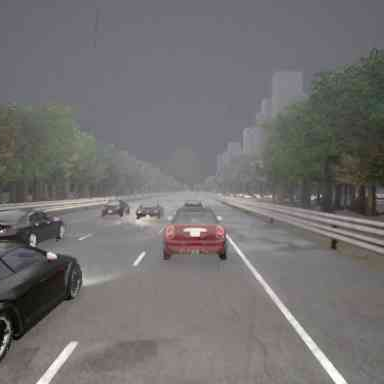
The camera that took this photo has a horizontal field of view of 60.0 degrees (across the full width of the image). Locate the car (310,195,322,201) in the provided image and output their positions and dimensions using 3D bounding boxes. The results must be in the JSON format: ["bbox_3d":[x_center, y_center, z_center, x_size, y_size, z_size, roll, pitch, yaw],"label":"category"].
[{"bbox_3d":[29.856,1.543,81.019,4.902,1.511,2.128,1,1,45],"label":"car"}]

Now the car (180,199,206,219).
[{"bbox_3d":[0.105,1.429,29.310,2.128,1.511,4.902,0,0,0],"label":"car"}]

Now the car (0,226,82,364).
[{"bbox_3d":[-3.408,1.555,5.670,1.994,1.385,4.181,0,0,0],"label":"car"}]

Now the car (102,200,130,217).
[{"bbox_3d":[-6.894,1.460,30.330,1.812,1.442,4.674,0,0,0],"label":"car"}]

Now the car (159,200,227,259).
[{"bbox_3d":[0.100,1.328,12.584,2.097,1.767,4.553,0,0,0],"label":"car"}]

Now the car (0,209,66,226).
[{"bbox_3d":[-6.898,1.478,13.886,1.837,1.490,4.892,0,0,0],"label":"car"}]

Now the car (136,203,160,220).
[{"bbox_3d":[-3.396,1.542,27.772,1.895,1.301,4.718,0,0,0],"label":"car"}]
